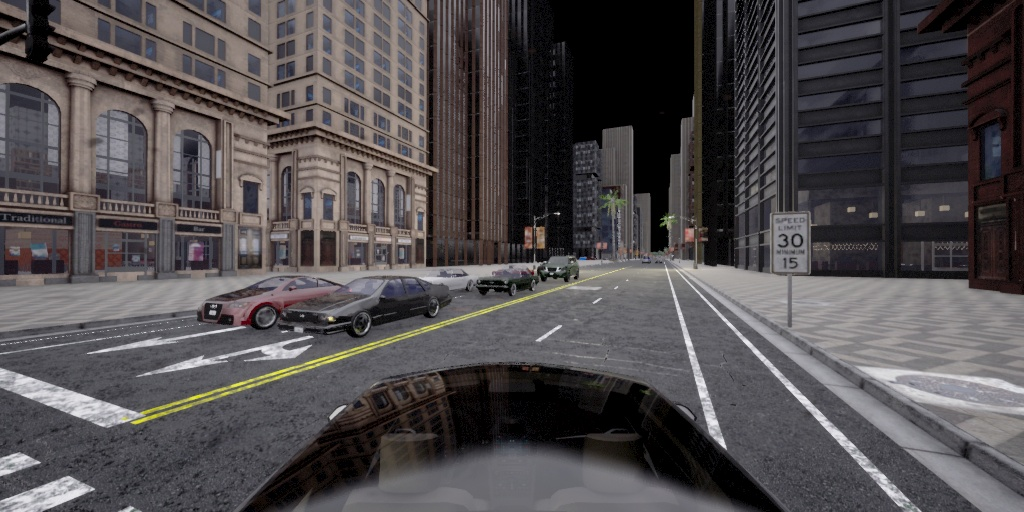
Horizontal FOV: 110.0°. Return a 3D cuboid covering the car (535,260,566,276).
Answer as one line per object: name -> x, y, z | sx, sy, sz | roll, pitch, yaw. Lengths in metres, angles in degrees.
car -> 4.143, 1.251, 37.930 | 1.882, 1.535, 5.008 | 0, 0, 23

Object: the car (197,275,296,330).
car -> -7.108, 1.316, 11.279 | 1.994, 1.385, 4.181 | 0, 0, 23

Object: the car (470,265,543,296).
car -> -0.130, 1.358, 19.494 | 1.895, 1.301, 4.718 | 0, 0, 23

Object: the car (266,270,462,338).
car -> -3.849, 1.299, 10.655 | 2.033, 1.411, 5.357 | 0, 0, 23

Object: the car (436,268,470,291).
car -> -3.715, 1.357, 19.357 | 1.895, 1.301, 4.718 | 0, 0, 23

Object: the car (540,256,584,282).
car -> 4.022, 0.987, 29.352 | 2.150, 2.045, 5.566 | 0, 0, 23

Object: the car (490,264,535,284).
car -> 0.149, 1.364, 28.538 | 1.895, 1.301, 4.718 | 0, 0, 23
